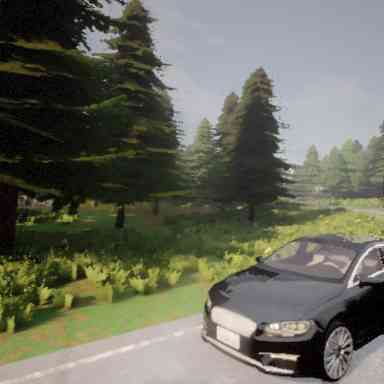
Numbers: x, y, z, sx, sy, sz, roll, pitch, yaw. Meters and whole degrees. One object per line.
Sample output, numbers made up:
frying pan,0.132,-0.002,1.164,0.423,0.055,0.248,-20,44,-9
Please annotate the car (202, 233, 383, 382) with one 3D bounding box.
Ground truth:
car,2.352,1.514,5.587,4.902,1.511,2.128,0,0,-39
